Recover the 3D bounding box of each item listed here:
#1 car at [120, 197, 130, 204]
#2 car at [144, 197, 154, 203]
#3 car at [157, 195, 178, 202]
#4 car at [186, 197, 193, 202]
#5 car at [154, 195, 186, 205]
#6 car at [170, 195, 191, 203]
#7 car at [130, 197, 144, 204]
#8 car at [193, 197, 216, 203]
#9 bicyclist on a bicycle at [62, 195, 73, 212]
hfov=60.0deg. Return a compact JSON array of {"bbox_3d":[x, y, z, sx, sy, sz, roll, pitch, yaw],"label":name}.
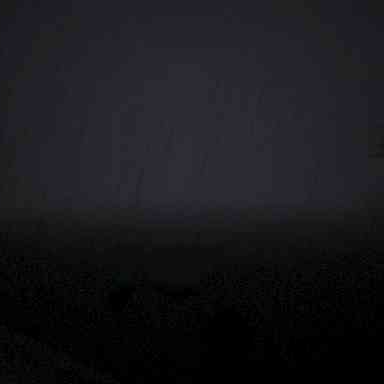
[{"bbox_3d":[-11.707,1.555,63.261,1.994,1.385,4.181,0,0,35],"label":"car"},{"bbox_3d":[-5.875,1.557,59.383,1.994,1.385,4.181,0,0,35],"label":"car"},{"bbox_3d":[-5.301,1.379,72.528,1.882,1.535,5.008,0,0,35],"label":"car"},{"bbox_3d":[0.459,1.590,68.548,1.895,1.301,4.718,0,0,35],"label":"car"},{"bbox_3d":[-3.653,1.472,56.466,1.882,1.535,5.008,0,0,35],"label":"car"},{"bbox_3d":[-2.430,1.379,70.526,1.882,1.535,5.008,0,0,35],"label":"car"},{"bbox_3d":[-8.697,1.556,61.453,1.994,1.385,4.181,0,0,35],"label":"car"},{"bbox_3d":[2.856,1.595,65.867,1.895,1.301,4.718,0,0,35],"label":"car"},{"bbox_3d":[-13.142,1.150,35.348,1.656,1.620,0.582,33,17,27],"label":"bicyclist on a bicycle"}]
